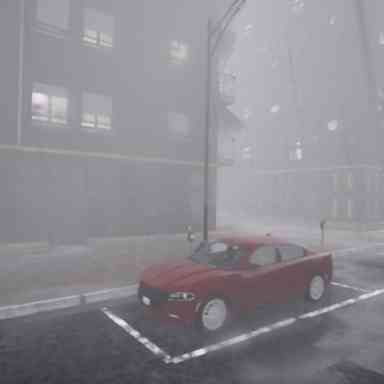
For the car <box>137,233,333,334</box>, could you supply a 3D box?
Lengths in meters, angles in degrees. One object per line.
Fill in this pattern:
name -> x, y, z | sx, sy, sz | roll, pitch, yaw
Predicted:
car -> 1.074, 1.590, 6.853 | 4.507, 1.381, 1.887 | 1, 0, -35
